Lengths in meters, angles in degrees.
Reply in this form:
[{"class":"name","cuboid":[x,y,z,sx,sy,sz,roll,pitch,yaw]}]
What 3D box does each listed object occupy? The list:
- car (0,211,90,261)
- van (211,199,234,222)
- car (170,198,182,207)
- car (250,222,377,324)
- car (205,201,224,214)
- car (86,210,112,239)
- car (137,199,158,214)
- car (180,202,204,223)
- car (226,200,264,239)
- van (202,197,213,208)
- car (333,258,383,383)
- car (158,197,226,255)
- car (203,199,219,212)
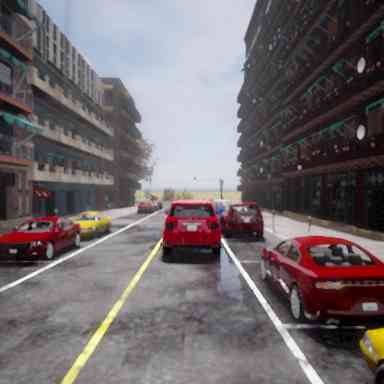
[{"class":"car","cuboid":[-5.700,1.662,12.853,1.887,1.381,4.507,-1,-1,0]},{"class":"van","cuboid":[2.679,1.609,29.900,1.690,1.788,3.998,-1,0,0]},{"class":"car","cuboid":[-3.023,2.028,64.186,1.882,1.535,5.008,0,0,1]},{"class":"car","cuboid":[2.679,1.612,7.239,1.887,1.381,4.507,-1,-1,0]},{"class":"car","cuboid":[2.683,1.914,41.228,2.008,1.369,4.403,-1,0,0]},{"class":"car","cuboid":[-5.700,1.692,18.349,1.752,1.417,4.829,-1,-1,0]},{"class":"car","cuboid":[-5.697,1.908,41.180,1.887,1.381,4.507,-1,0,0]},{"class":"car","cuboid":[0.007,1.742,29.465,1.882,1.535,5.008,0,0,0]},{"class":"car","cuboid":[2.677,1.484,18.571,2.192,1.841,5.009,-1,-1,0]},{"class":"van","cuboid":[2.682,1.841,58.223,1.690,1.788,3.998,-1,0,0]},{"class":"car","cuboid":[2.679,1.542,1.745,1.752,1.417,4.829,-1,-1,0]},{"class":"car","cuboid":[0.002,1.345,14.024,2.150,2.045,5.566,0,0,0]},{"class":"car","cuboid":[2.682,1.850,46.895,1.967,1.590,4.097,-1,0,0]}]
